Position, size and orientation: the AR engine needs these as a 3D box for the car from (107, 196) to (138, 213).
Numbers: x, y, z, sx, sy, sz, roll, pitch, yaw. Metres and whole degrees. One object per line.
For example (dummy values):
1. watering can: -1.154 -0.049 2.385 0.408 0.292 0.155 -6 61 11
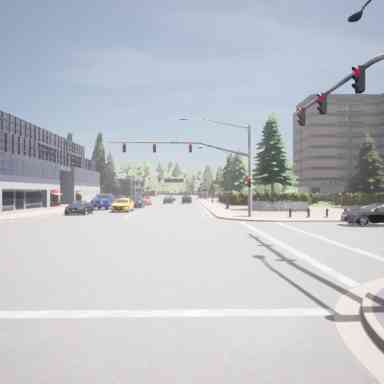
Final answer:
1. car: -7.816 1.478 37.804 1.882 1.535 5.008 0 0 -1

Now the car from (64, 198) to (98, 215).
1. car: -11.251 1.564 33.411 1.994 1.385 4.181 0 0 -1

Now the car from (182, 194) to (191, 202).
1. car: -1.232 1.355 74.964 2.097 1.767 4.553 0 0 -1

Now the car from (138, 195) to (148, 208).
1. car: -7.941 1.352 47.040 2.097 1.767 4.553 0 0 -1

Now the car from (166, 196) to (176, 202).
1. car: -4.738 1.509 75.209 1.895 1.301 4.718 0 0 -1

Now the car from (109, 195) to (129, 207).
1. car: -11.512 1.352 52.664 2.097 1.767 4.553 0 0 -1

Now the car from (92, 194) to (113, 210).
1. car: -11.386 1.221 42.764 2.150 2.045 5.566 0 0 -1

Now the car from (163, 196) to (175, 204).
1. car: -4.590 1.547 64.574 2.033 1.411 5.357 0 0 -1

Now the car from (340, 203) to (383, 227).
1. car: 12.497 1.492 22.183 4.902 1.511 2.128 0 0 -1

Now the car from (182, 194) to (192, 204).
1. car: -0.993 1.505 64.899 1.837 1.490 4.892 0 0 -1

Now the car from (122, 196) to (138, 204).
1. car: -11.611 1.491 62.922 2.128 1.511 4.902 0 0 0

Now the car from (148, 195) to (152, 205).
1. car: -8.065 1.352 57.155 2.097 1.767 4.553 0 0 -1
